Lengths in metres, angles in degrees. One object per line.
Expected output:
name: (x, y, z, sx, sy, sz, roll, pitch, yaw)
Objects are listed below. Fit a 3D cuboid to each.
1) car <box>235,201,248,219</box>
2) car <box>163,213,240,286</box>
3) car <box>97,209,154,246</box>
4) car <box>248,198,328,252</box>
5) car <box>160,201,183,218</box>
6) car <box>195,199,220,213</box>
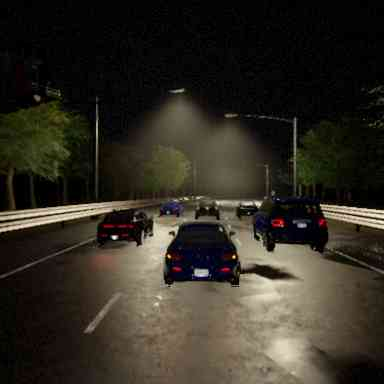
car: (4.991, 1.595, 30.397, 2.128, 1.511, 4.902, 0, 0, 5)
car: (0.277, 1.556, 9.394, 1.812, 1.442, 4.674, 0, 0, 2)
car: (-2.970, 1.554, 15.639, 1.837, 1.490, 4.892, 0, 0, 3)
car: (3.971, 1.270, 14.313, 2.150, 2.045, 5.566, 0, 0, 3)
car: (-1.917, 1.631, 31.775, 1.812, 1.442, 4.674, 0, 0, 5)
car: (1.475, 1.454, 30.310, 2.097, 1.767, 4.553, 0, 0, 5)
